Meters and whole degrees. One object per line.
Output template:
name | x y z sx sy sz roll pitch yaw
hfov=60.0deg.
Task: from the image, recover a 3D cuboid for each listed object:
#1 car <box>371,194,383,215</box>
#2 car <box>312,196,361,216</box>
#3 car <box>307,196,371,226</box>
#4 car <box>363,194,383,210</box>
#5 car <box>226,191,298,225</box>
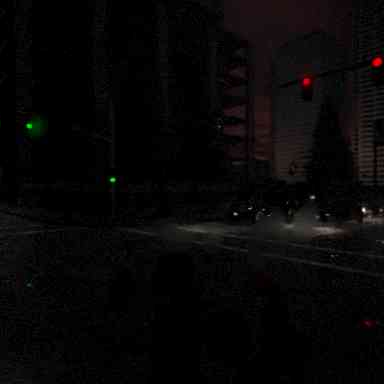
car | 16.378 1.110 27.075 4.902 1.511 2.128 -1 1 -40
car | 12.365 1.121 28.290 4.892 1.490 1.837 -1 1 -40
car | 9.195 1.227 21.095 4.892 1.490 1.837 -1 1 -40
car | 20.082 0.996 34.707 4.902 1.511 2.128 -1 1 -40
car | 4.751 0.947 21.945 5.566 2.045 2.150 -1 1 -40
